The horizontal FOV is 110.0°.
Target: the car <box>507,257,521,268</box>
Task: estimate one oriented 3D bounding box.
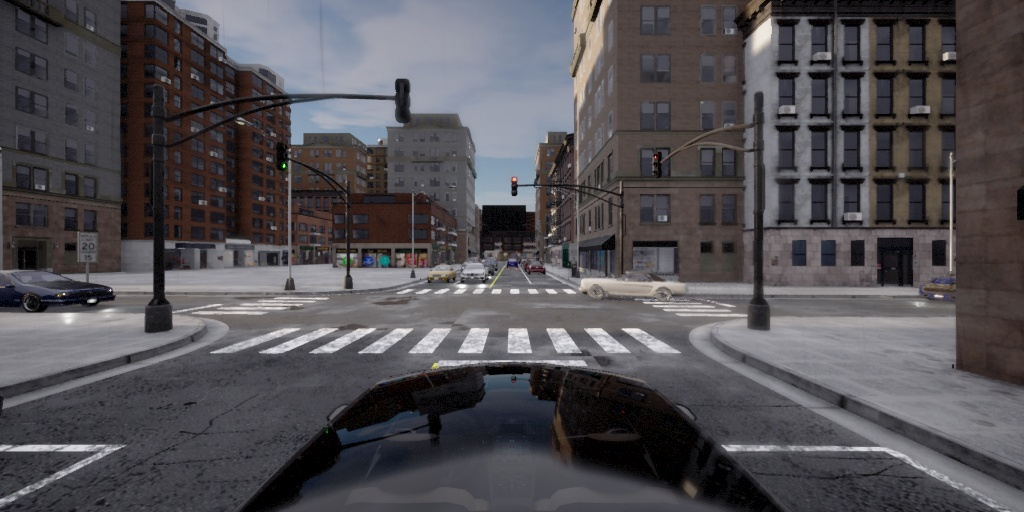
[{"bbox_3d":[0.083,1.231,61.562,1.882,1.535,5.008,0,0,0],"label":"car"}]

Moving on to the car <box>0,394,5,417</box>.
[{"bbox_3d":[-5.388,1.300,1.290,2.007,1.370,4.403,0,0,0],"label":"car"}]

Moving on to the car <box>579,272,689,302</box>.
[{"bbox_3d":[5.590,1.381,16.956,4.718,1.301,1.895,0,0,14],"label":"car"}]

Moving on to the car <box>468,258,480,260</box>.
[{"bbox_3d":[-5.404,1.302,45.121,2.007,1.370,4.403,0,0,0],"label":"car"}]

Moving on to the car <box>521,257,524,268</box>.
[{"bbox_3d":[2.621,1.066,45.124,2.192,1.841,5.009,0,0,0],"label":"car"}]

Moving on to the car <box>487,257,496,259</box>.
[{"bbox_3d":[-2.852,1.244,48.095,2.128,1.511,4.902,0,0,0],"label":"car"}]

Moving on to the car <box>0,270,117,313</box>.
[{"bbox_3d":[-17.807,1.216,12.935,5.357,1.411,2.033,0,0,0],"label":"car"}]

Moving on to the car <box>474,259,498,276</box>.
[{"bbox_3d":[-2.850,1.315,37.898,1.994,1.385,4.181,0,0,1],"label":"car"}]

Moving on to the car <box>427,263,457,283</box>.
[{"bbox_3d":[-5.397,1.276,27.965,1.751,1.417,4.829,0,0,0],"label":"car"}]

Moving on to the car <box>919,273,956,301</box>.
[{"bbox_3d":[21.203,1.216,15.932,4.553,1.767,2.097,0,0,0],"label":"car"}]

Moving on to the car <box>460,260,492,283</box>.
[{"bbox_3d":[-2.856,1.276,28.106,1.812,1.442,4.674,0,0,0],"label":"car"}]

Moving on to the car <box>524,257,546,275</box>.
[{"bbox_3d":[2.624,1.191,39.462,1.967,1.591,4.097,0,0,0],"label":"car"}]
